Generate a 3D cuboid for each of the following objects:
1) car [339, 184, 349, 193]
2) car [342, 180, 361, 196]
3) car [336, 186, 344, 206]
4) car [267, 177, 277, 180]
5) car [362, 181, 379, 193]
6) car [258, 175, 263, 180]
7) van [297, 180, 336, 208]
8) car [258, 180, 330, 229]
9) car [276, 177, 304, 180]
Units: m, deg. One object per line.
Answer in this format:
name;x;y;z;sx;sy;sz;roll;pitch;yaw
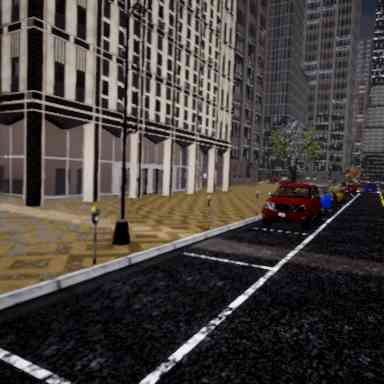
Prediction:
car;12.882;0.205;30.296;1.752;1.417;4.829;4;4;29
car;21.134;-0.553;44.903;2.192;1.841;5.009;4;4;29
car;10.284;0.440;25.601;1.802;1.307;4.206;4;4;29
car;19.731;-2.785;79.131;4.097;1.590;1.967;5;4;30
car;29.460;-0.647;54.699;1.882;1.535;5.008;4;4;29
car;14.962;-3.327;81.874;5.009;1.841;2.192;5;4;30
van;7.615;0.383;20.740;1.690;1.788;3.998;4;4;29
car;4.937;0.540;15.891;2.192;1.841;5.009;4;4;29
car;20.564;-1.974;69.564;4.206;1.307;1.802;5;4;30
